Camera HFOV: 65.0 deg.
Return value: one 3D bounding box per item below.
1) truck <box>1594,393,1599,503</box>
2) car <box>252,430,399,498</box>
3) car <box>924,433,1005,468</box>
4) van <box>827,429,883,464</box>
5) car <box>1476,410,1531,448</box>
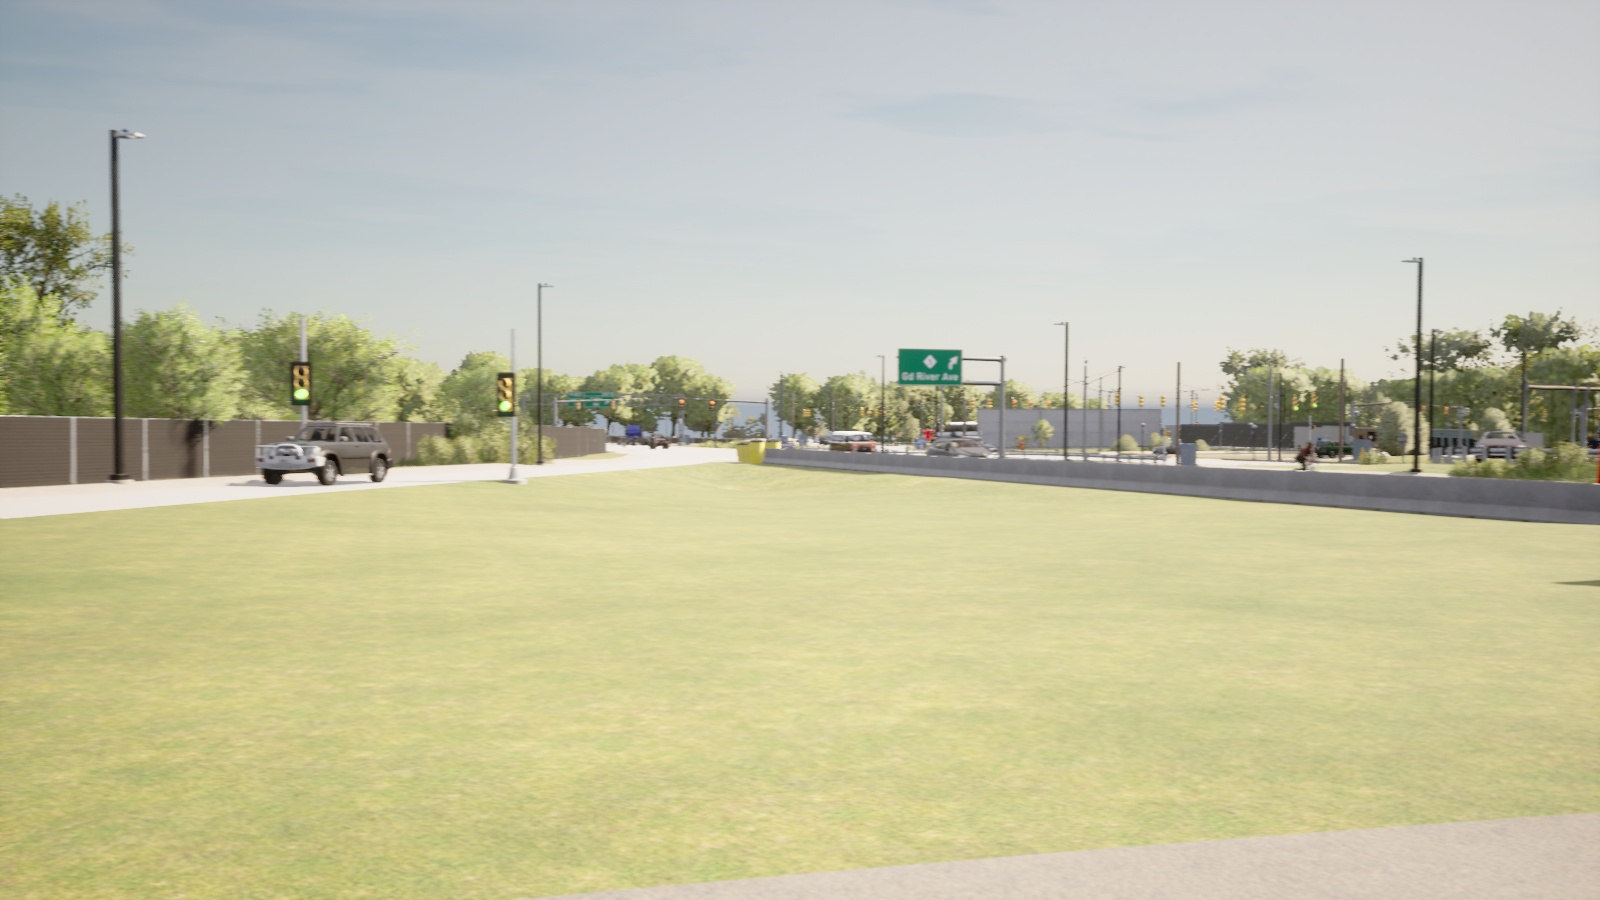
[{"bbox_3d":[19.939,-0.067,26.199,2.627,2.467,5.204,-2,1,-18],"label":"truck"},{"bbox_3d":[-13.681,0.368,36.553,1.932,1.855,4.605,-1,0,9],"label":"car"},{"bbox_3d":[8.224,0.003,63.245,2.242,1.667,4.611,-2,1,-18],"label":"car"},{"bbox_3d":[3.404,-0.236,78.460,2.069,2.038,4.480,-2,1,-18],"label":"van"},{"bbox_3d":[33.287,-0.960,59.552,2.152,1.651,5.027,0,0,28],"label":"car"}]
